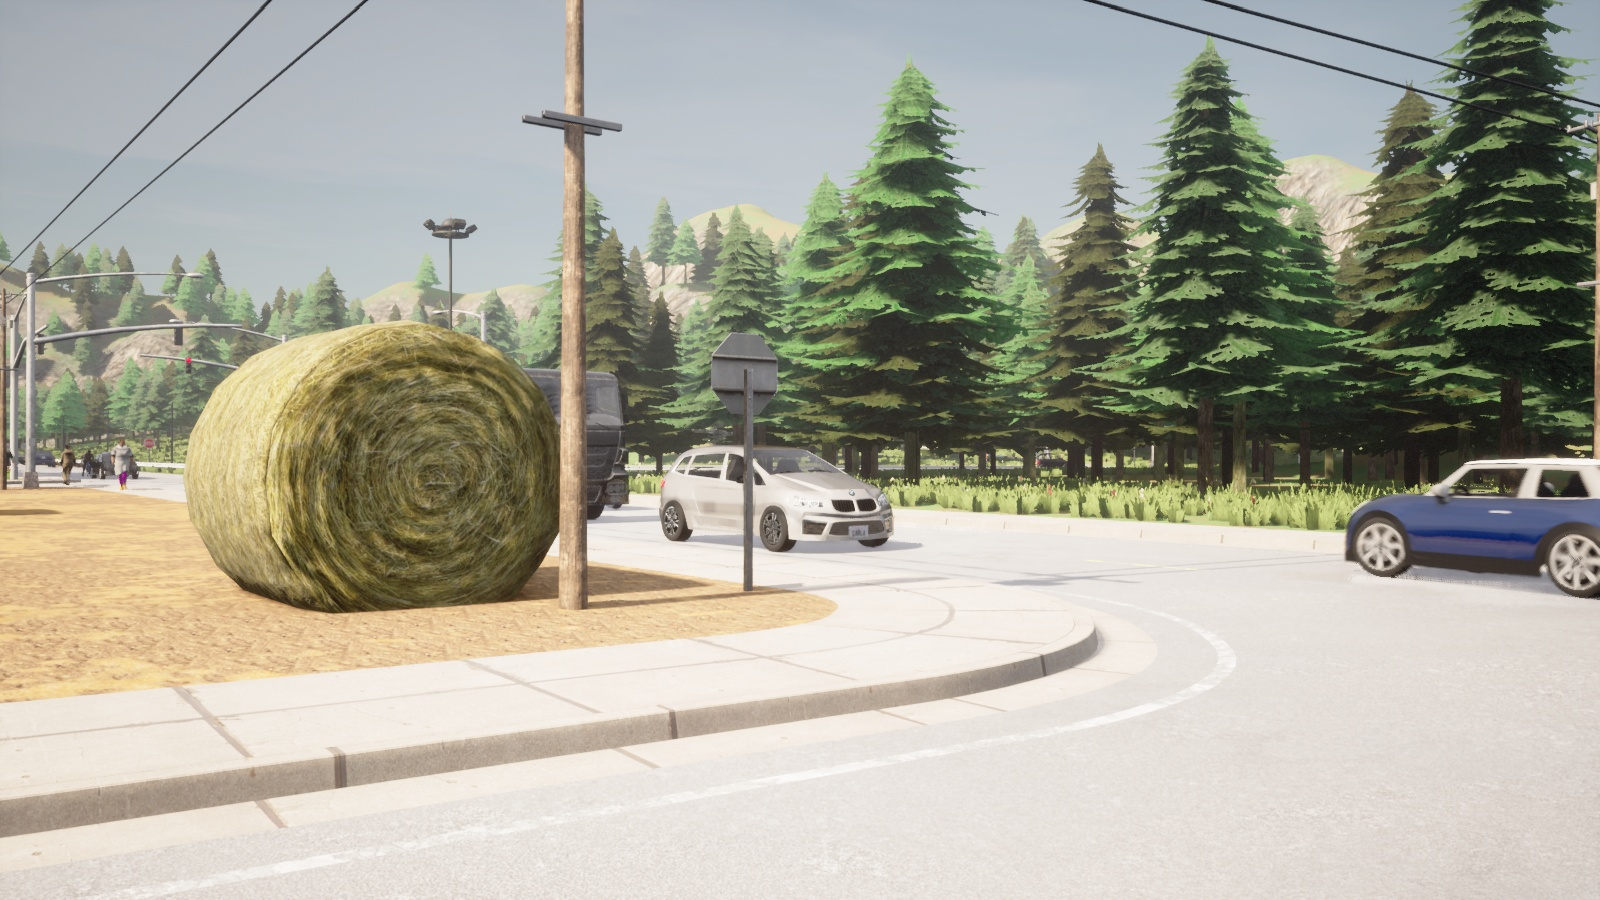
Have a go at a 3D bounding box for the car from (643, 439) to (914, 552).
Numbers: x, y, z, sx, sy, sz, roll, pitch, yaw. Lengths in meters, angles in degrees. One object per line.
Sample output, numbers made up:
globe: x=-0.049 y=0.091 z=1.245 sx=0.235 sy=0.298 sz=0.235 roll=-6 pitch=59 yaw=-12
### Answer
car: x=-0.478 y=0.677 z=21.074 sx=2.242 sy=1.667 sz=4.611 roll=0 pitch=0 yaw=-37

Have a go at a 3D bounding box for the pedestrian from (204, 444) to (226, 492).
pedestrian: x=-24.092 y=0.742 z=51.749 sx=0.788 sy=1.949 sz=0.423 roll=0 pitch=0 yaw=-30

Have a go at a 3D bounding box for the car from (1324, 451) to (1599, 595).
car: x=8.427 y=0.759 z=14.846 sx=1.970 sy=1.475 sz=3.806 roll=0 pitch=0 yaw=-24

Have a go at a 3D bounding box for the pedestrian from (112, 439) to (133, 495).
pedestrian: x=-24.043 y=0.588 z=44.586 sx=0.659 sy=1.952 sz=0.873 roll=0 pitch=0 yaw=-28

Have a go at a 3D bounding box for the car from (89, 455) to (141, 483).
car: x=-38.275 y=1.037 z=70.097 sx=1.837 sy=1.490 sz=4.892 roll=0 pitch=0 yaw=-38

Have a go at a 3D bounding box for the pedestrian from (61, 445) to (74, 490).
pedestrian: x=-32.123 y=0.758 z=55.054 sx=0.396 sy=1.930 sz=0.692 roll=0 pitch=0 yaw=-40

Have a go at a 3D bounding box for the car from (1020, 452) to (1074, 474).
car: x=17.822 y=0.916 z=90.697 sx=3.705 sy=1.549 sz=1.789 roll=0 pitch=0 yaw=-36

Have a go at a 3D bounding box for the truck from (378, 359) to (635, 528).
truck: x=-7.195 y=-0.114 z=29.783 sx=2.891 sy=3.462 sz=7.936 roll=0 pitch=0 yaw=-38
